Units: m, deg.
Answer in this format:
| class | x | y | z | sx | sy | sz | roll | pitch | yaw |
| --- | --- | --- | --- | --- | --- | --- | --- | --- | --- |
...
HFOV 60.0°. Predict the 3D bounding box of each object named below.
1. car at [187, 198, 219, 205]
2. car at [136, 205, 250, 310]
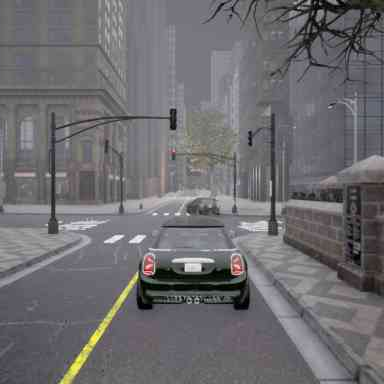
| class | x | y | z | sx | sy | sz | roll | pitch | yaw |
| --- | --- | --- | --- | --- | --- | --- | --- | --- | --- |
| car | 0.988 | 1.328 | 32.071 | 2.097 | 1.767 | 4.553 | 0 | 0 | -19 |
| car | 0.034 | 1.352 | 7.997 | 2.097 | 1.767 | 4.553 | 0 | 0 | 0 |
